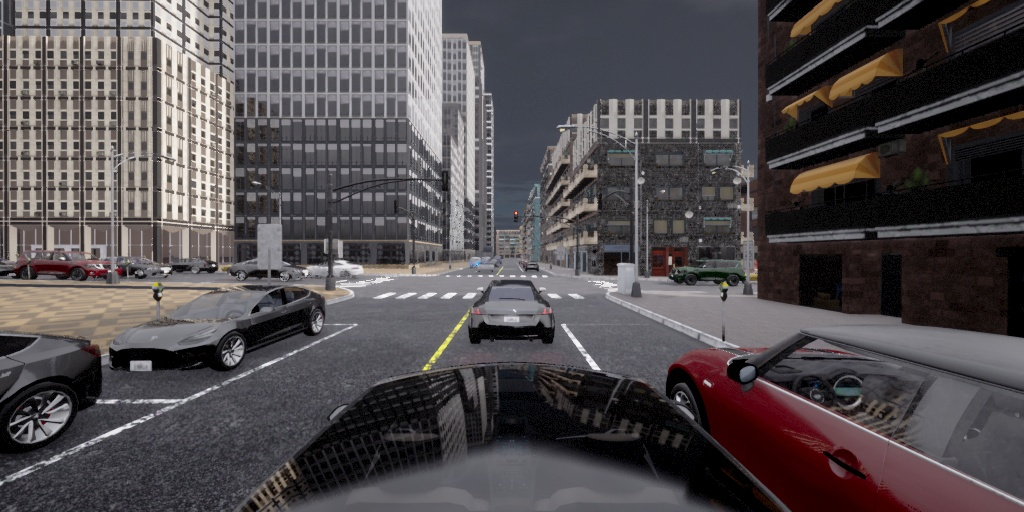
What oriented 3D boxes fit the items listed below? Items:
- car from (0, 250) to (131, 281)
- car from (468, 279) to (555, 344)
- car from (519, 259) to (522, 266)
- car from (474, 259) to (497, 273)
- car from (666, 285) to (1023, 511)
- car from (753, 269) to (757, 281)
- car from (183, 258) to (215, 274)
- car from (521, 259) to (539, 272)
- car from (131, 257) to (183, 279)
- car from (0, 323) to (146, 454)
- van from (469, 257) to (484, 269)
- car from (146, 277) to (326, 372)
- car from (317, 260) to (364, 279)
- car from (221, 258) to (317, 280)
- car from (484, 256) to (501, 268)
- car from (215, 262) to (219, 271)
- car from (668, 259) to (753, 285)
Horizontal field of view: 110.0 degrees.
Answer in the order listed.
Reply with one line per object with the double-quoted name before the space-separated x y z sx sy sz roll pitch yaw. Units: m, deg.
"car" -27.436 0.591 22.195 5.009 1.841 2.192 0 0 -1
"car" -0.015 1.314 9.616 1.994 1.385 4.181 0 0 0
"car" 2.548 1.301 57.318 1.888 1.381 4.507 0 0 0
"car" -3.208 1.354 44.126 1.895 1.301 4.718 0 0 0
"car" 2.693 1.190 2.460 1.967 1.591 4.097 0 0 0
"car" 21.291 1.698 31.256 4.829 1.417 1.751 0 0 -1
"car" -27.561 0.816 30.575 4.313 1.339 1.948 0 0 -1
"car" 2.575 1.319 47.351 1.948 1.339 4.313 0 0 0
"car" -26.360 0.780 24.802 4.902 1.511 2.128 1 0 -1
"car" -5.688 1.316 2.437 1.948 1.339 4.313 0 0 0
"van" -5.833 1.097 57.295 1.690 1.789 3.998 0 0 0
"car" -5.702 1.315 7.684 1.948 1.339 4.313 0 0 0
"car" -14.086 1.035 28.136 4.674 1.442 1.812 1 1 -3
"car" -16.787 0.959 24.939 4.902 1.511 2.128 1 0 -1
"car" -3.229 1.262 60.178 1.837 1.490 4.892 0 0 0
"car" -22.117 0.880 30.739 4.829 1.417 1.751 0 0 -1
"car" 15.514 1.290 28.581 5.566 2.045 2.150 1 0 -1
